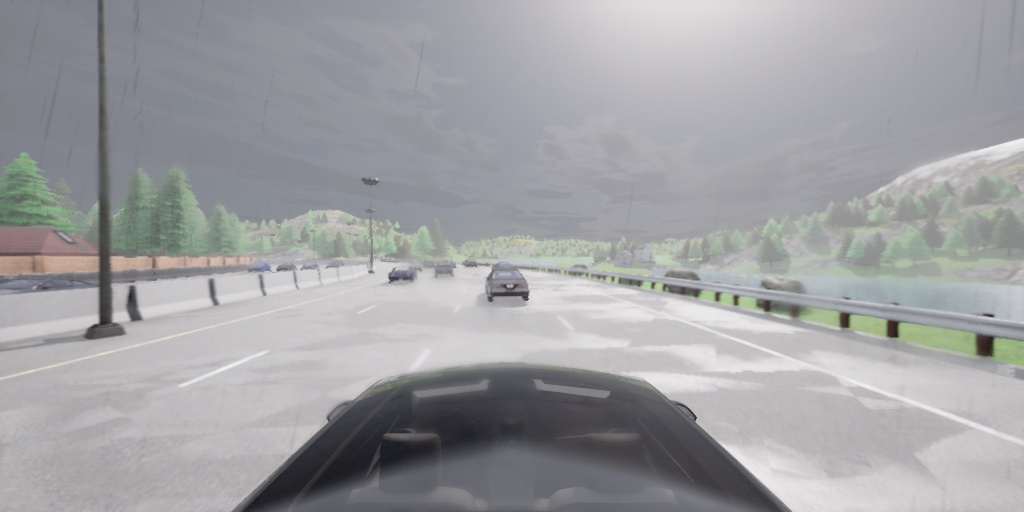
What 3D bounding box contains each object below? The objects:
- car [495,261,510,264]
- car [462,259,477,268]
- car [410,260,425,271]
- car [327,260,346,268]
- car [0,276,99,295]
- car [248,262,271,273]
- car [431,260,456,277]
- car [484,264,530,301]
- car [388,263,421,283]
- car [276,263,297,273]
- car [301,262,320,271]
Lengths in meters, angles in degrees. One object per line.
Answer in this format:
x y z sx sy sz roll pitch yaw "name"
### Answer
-1.054 1.324 42.339 1.994 1.385 4.181 -1 0 -13 "car"
-7.686 1.344 64.372 1.837 1.490 4.892 0 0 -20 "car"
-13.798 1.515 50.867 1.895 1.301 4.718 -1 0 -18 "car"
-26.579 1.422 54.407 2.097 1.767 4.553 -1 0 -19 "car"
-18.077 1.532 13.594 1.994 1.385 4.181 -1 0 -4 "car"
-37.181 1.675 52.933 1.882 1.535 5.008 -1 0 -20 "car"
-7.094 1.325 37.337 2.128 1.511 4.902 -1 0 -12 "car"
-0.333 1.300 17.331 2.033 1.411 5.357 -1 0 -6 "car"
-8.753 1.455 29.136 1.895 1.301 4.718 -1 0 -10 "car"
-33.788 1.705 53.943 2.033 1.411 5.357 -1 0 -20 "car"
-29.908 1.638 53.380 1.812 1.442 4.674 -1 0 -19 "car"
